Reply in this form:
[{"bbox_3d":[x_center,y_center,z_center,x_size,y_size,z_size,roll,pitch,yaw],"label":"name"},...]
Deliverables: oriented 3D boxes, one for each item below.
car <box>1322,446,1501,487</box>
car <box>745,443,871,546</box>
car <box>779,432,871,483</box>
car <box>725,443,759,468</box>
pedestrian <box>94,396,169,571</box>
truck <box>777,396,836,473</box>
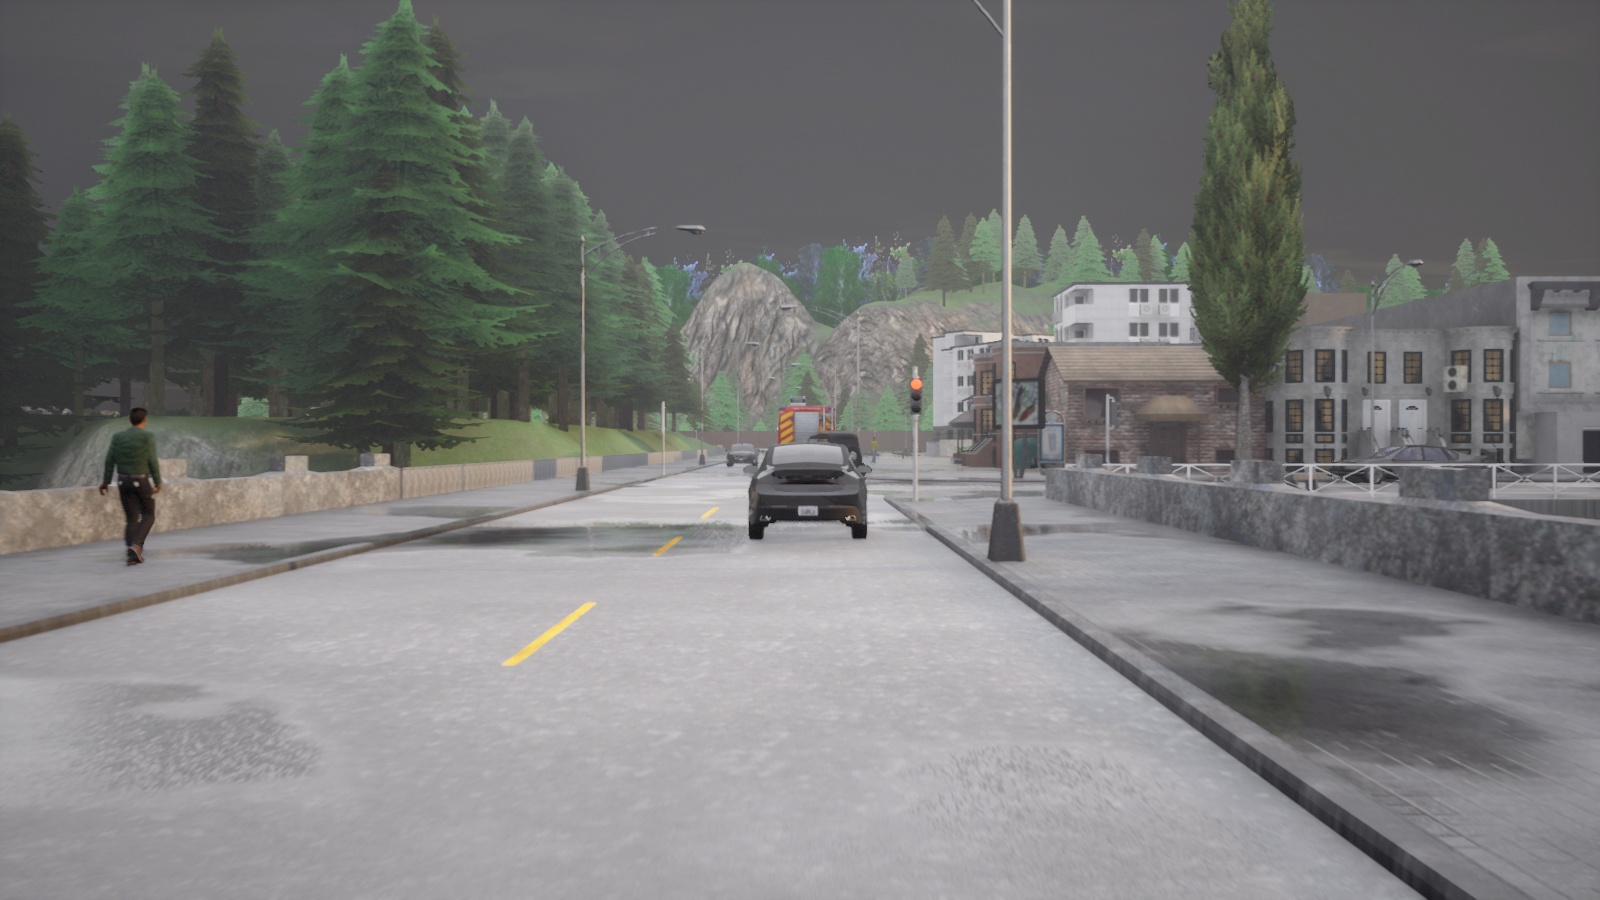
[{"bbox_3d":[21.664,0.559,44.661,5.357,1.411,2.033,0,0,0],"label":"car"},{"bbox_3d":[0.122,0.635,20.748,1.837,1.490,4.892,0,0,0],"label":"car"},{"bbox_3d":[0.935,0.266,48.985,1.905,1.878,3.866,-1,1,-29],"label":"car"},{"bbox_3d":[-3.586,0.306,78.504,1.837,1.490,4.892,0,0,0],"label":"car"},{"bbox_3d":[-7.612,0.370,14.319,0.423,1.949,0.788,0,0,1],"label":"pedestrian"},{"bbox_3d":[0.335,-0.792,66.416,2.891,3.827,8.468,0,0,0],"label":"truck"}]
